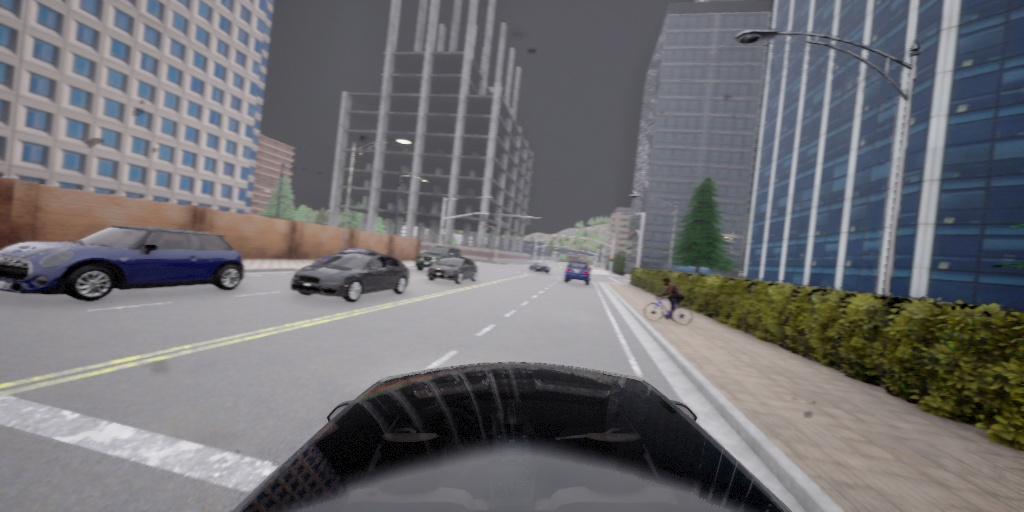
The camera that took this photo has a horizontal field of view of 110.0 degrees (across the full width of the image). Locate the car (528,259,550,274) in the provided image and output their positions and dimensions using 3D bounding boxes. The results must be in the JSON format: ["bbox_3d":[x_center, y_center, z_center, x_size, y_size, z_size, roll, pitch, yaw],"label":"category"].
[{"bbox_3d":[3.516,1.538,47.279,1.895,1.301,4.718,6,0,-10],"label":"car"}]

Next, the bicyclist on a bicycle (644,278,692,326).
[{"bbox_3d":[5.608,1.626,12.808,1.656,1.620,0.582,6,0,11],"label":"bicyclist on a bicycle"}]

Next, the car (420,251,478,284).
[{"bbox_3d":[-3.461,0.776,21.786,1.837,1.490,4.892,6,0,12],"label":"car"}]

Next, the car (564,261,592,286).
[{"bbox_3d":[6.163,1.516,33.362,2.150,2.045,5.566,6,0,13],"label":"car"}]

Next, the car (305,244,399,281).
[{"bbox_3d":[-7.773,0.331,18.014,1.812,1.442,4.674,6,0,11],"label":"car"}]

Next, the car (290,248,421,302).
[{"bbox_3d":[-5.327,0.608,12.583,1.837,1.490,4.892,6,0,11],"label":"car"}]

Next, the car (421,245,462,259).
[{"bbox_3d":[-5.591,0.221,28.536,2.150,2.045,5.566,6,0,11],"label":"car"}]

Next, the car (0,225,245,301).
[{"bbox_3d":[-9.541,-0.002,9.202,2.097,1.767,4.553,6,0,12],"label":"car"}]
